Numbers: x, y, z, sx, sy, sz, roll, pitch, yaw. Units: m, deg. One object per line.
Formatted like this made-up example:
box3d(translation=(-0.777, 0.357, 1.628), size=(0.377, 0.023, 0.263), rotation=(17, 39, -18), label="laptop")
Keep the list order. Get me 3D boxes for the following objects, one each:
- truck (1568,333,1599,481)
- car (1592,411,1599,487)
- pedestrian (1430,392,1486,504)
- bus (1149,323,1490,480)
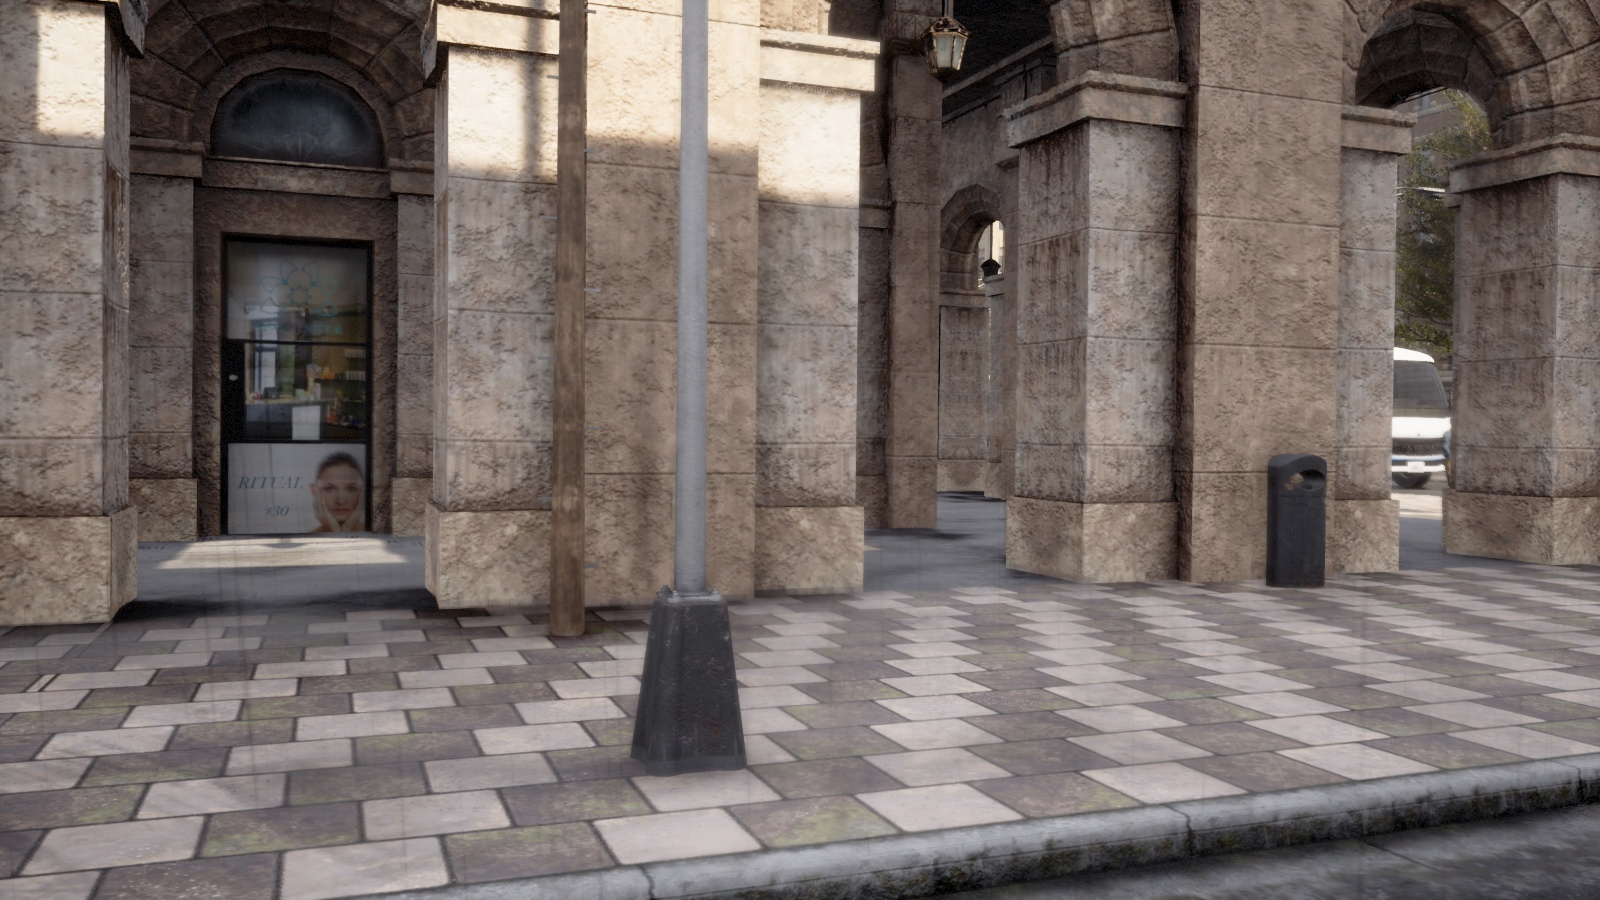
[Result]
box3d(translation=(23.223, -1.103, 29.850), size=(2.891, 3.827, 8.468), rotation=(-1, 1, -21), label="truck")
box3d(translation=(20.346, -0.014, 27.671), size=(2.097, 1.767, 4.553), rotation=(-1, 1, -20), label="car")
box3d(translation=(11.673, -0.034, 22.284), size=(0.423, 1.949, 0.788), rotation=(-1, 1, -21), label="pedestrian")
box3d(translation=(15.801, -1.392, 39.533), size=(3.944, 4.253, 10.273), rotation=(-1, 1, -21), label="bus")
